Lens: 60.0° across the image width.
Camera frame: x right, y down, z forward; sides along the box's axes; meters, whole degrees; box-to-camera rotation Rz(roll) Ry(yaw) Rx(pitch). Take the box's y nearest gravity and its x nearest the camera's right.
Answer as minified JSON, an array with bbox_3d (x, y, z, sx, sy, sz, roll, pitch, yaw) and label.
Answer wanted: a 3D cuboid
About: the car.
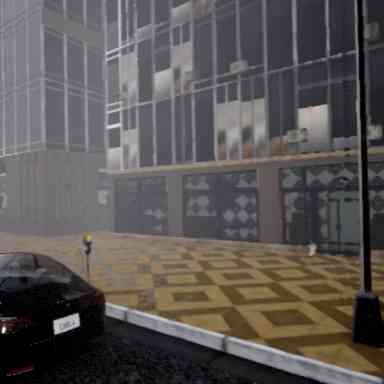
[{"bbox_3d":[-3.173,1.612,5.152,4.313,1.339,1.947,-1,-1,36],"label":"car"}]
